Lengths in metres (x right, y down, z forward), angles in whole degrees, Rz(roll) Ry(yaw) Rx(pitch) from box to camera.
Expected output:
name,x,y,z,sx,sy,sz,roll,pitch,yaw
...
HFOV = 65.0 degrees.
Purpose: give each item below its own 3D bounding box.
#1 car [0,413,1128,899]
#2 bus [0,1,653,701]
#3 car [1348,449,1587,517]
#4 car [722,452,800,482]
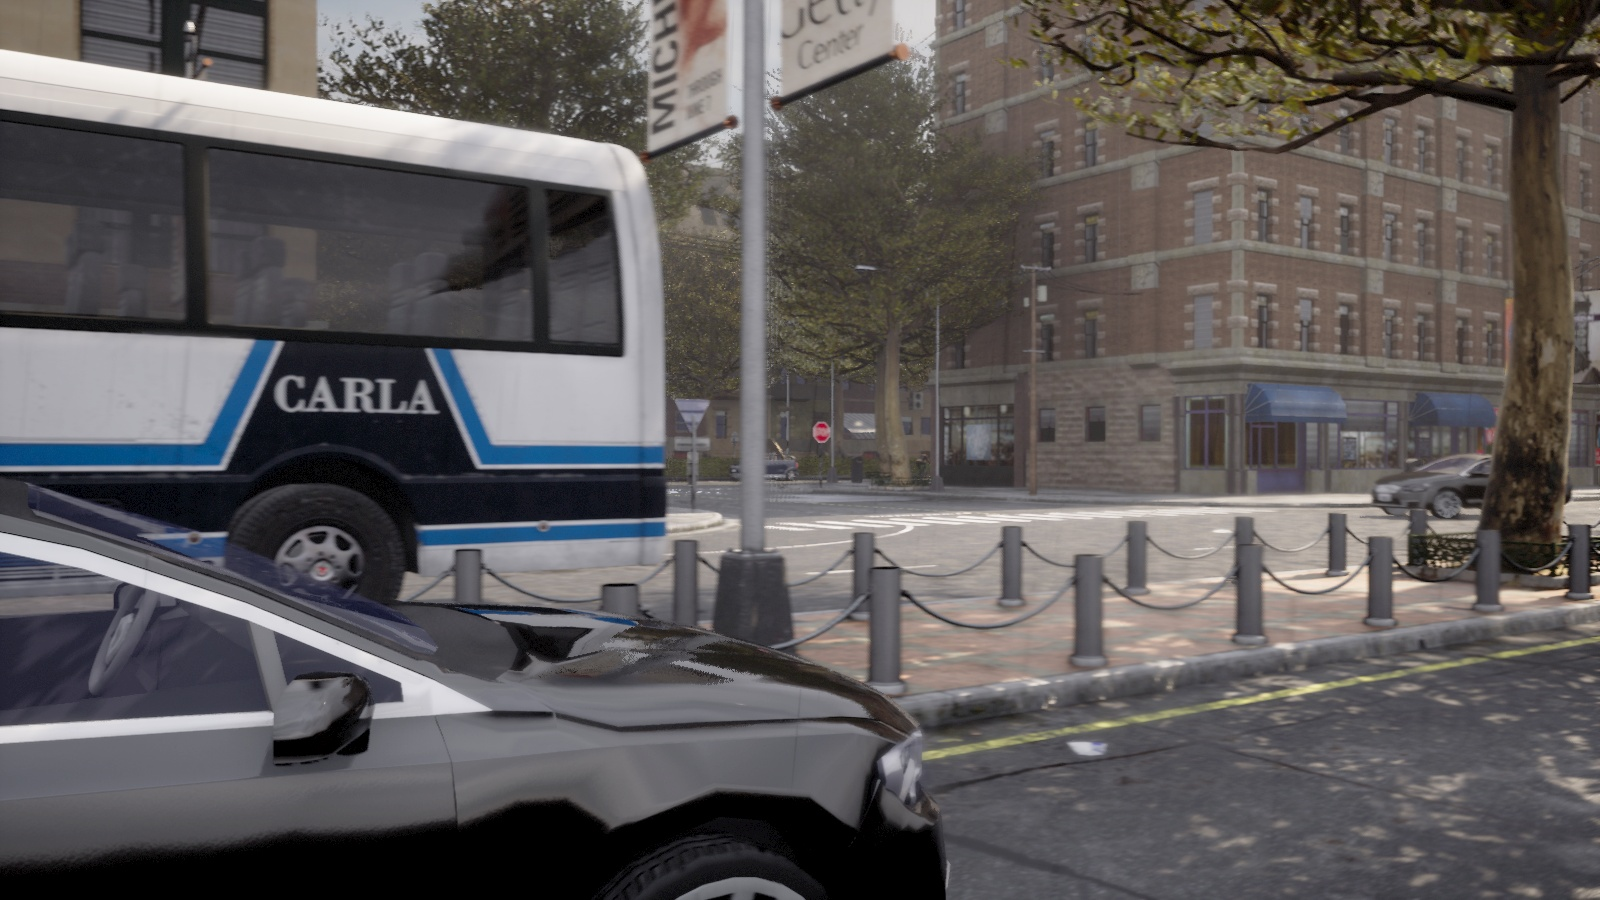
name,x,y,z,sx,sy,sz,roll,pitch,yaw
car,-1.876,0.710,2.367,4.902,1.511,2.128,0,0,-34
bus,-6.545,-0.597,8.871,10.273,4.253,3.944,0,0,-34
car,15.929,0.745,30.039,4.902,1.511,2.128,0,0,-15
car,-2.058,0.891,66.442,3.705,1.549,1.789,0,0,-35
